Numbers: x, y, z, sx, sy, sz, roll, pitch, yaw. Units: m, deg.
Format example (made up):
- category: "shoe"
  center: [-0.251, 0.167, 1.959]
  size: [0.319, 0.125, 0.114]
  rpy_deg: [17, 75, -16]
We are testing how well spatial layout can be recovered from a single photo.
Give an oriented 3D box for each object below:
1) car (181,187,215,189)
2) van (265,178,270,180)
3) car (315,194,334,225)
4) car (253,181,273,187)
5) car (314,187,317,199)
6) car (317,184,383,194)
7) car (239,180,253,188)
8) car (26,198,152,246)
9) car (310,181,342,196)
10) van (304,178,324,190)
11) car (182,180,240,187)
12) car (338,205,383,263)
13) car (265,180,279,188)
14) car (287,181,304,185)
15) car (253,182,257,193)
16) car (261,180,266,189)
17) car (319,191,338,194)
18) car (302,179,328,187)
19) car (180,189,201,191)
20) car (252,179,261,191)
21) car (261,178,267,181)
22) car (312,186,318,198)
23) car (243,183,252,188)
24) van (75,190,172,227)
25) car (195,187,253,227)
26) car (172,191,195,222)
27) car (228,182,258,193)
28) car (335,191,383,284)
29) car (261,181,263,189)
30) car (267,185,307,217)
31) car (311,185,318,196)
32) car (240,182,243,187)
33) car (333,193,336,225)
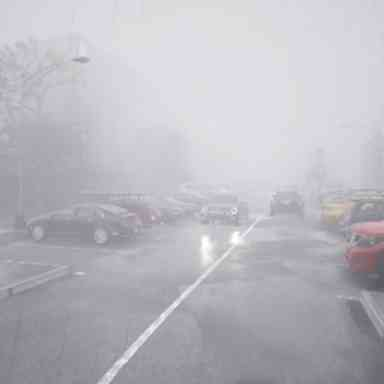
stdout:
- category: "car"
  center: [-0.263, 0.627, 27.028]
  size: [4.892, 1.521, 2.231]
  rpy_deg: [0, 3, 18]
- category: "van"
  center: [13.343, -1.601, 69.547]
  size: [4.442, 1.987, 1.878]
  rpy_deg: [0, 3, 18]
- category: "car"
  center: [8.969, 1.064, 15.938]
  size: [5.366, 1.575, 1.946]
  rpy_deg: [0, 3, 18]
- category: "car"
  center: [18.265, -2.098, 85.564]
  size: [4.792, 1.488, 2.163]
  rpy_deg: [0, 3, 18]
- category: "car"
  center: [12.720, 0.572, 27.067]
  size: [4.792, 1.488, 2.163]
  rpy_deg: [0, 3, 18]
- category: "car"
  center: [11.835, 0.548, 24.262]
  size: [4.553, 1.767, 2.185]
  rpy_deg: [0, 3, 18]
- category: "car"
  center: [5.614, -0.376, 45.653]
  size: [4.553, 1.767, 2.185]
  rpy_deg: [0, 3, 18]
- category: "car"
  center: [-4.471, 1.221, 13.708]
  size: [4.892, 1.521, 2.231]
  rpy_deg: [0, 2, 18]
- category: "car"
  center: [15.360, 0.016, 35.593]
  size: [4.553, 1.767, 2.185]
  rpy_deg: [0, 3, 18]
- category: "van"
  center: [28.555, -2.021, 76.734]
  size: [4.442, 1.987, 1.878]
  rpy_deg: [0, 3, 18]
- category: "car"
  center: [1.455, 0.125, 32.327]
  size: [5.566, 2.045, 2.435]
  rpy_deg: [0, 3, 18]
- category: "car"
  center: [7.408, 1.300, 10.382]
  size: [5.008, 1.535, 2.097]
  rpy_deg: [0, 2, 18]
- category: "car"
  center: [14.514, -0.857, 58.402]
  size: [1.837, 1.490, 4.892]
  rpy_deg: [0, 3, 18]
- category: "car"
  center: [11.932, -0.157, 39.835]
  size: [2.097, 1.767, 4.553]
  rpy_deg: [0, 3, 18]
- category: "car"
  center: [6.461, -0.346, 48.320]
  size: [4.792, 1.488, 2.163]
  rpy_deg: [0, 3, 18]
- category: "car"
  center: [10.707, -0.961, 61.613]
  size: [4.674, 1.452, 2.002]
  rpy_deg: [0, 3, 18]
- category: "car"
  center: [10.209, 0.935, 18.625]
  size: [5.366, 1.575, 1.946]
  rpy_deg: [0, 3, 18]
- category: "car"
  center: [29.313, -2.173, 79.418]
  size: [5.566, 2.045, 2.435]
  rpy_deg: [0, 3, 18]
- category: "car"
  center: [-1.132, 0.758, 24.245]
  size: [4.892, 1.521, 2.231]
  rpy_deg: [0, 3, 18]
- category: "car"
  center: [7.303, -0.752, 50.966]
  size: [5.566, 2.045, 2.435]
  rpy_deg: [0, 3, 18]
- category: "car"
  center: [11.517, -1.252, 64.274]
  size: [4.553, 1.767, 2.185]
  rpy_deg: [0, 3, 18]
- category: "car"
  center: [13.577, 0.450, 29.876]
  size: [4.674, 1.452, 2.002]
  rpy_deg: [0, 3, 18]
- category: "car"
  center: [4.830, -0.095, 42.979]
  size: [4.792, 1.488, 2.163]
  rpy_deg: [0, 3, 18]
- category: "van"
  center: [-3.519, 0.896, 16.341]
  size: [4.442, 1.987, 1.878]
  rpy_deg: [0, 2, 18]
- category: "car"
  center: [1.961, 0.847, 18.957]
  size: [2.097, 1.767, 4.553]
  rpy_deg: [0, 3, 18]
- category: "car"
  center: [-1.945, 0.916, 21.707]
  size: [4.674, 1.452, 2.002]
  rpy_deg: [0, 3, 18]
- category: "car"
  center: [8.203, -0.751, 53.615]
  size: [4.553, 1.767, 2.185]
  rpy_deg: [0, 3, 18]
- category: "car"
  center: [6.486, 1.133, 7.578]
  size: [5.566, 2.045, 2.435]
  rpy_deg: [0, 2, 18]
- category: "car"
  center: [8.990, -0.721, 56.298]
  size: [4.792, 1.488, 2.163]
  rpy_deg: [0, 3, 18]
- category: "car"
  center: [6.586, 0.638, 22.944]
  size: [2.097, 1.767, 4.553]
  rpy_deg: [0, 3, 17]
- category: "car"
  center: [14.502, 0.313, 32.793]
  size: [4.674, 1.452, 2.002]
  rpy_deg: [0, 3, 18]
- category: "car"
  center: [3.047, 0.005, 37.552]
  size: [4.553, 1.767, 2.185]
  rpy_deg: [0, 3, 18]
- category: "car"
  center: [8.227, 1.070, 13.084]
  size: [4.553, 1.767, 2.185]
  rpy_deg: [0, 3, 18]
